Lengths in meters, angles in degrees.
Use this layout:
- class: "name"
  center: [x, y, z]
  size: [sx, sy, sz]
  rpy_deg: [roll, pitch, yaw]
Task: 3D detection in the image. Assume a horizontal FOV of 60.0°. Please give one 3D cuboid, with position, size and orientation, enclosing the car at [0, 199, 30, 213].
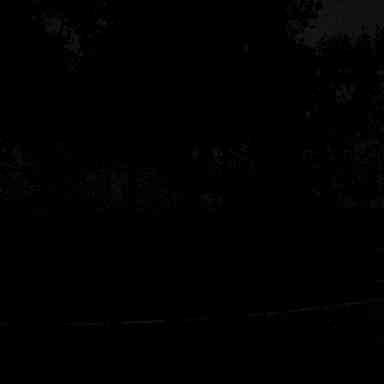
- class: "car"
  center: [-18.996, 1.505, 33.672]
  size: [1.837, 1.490, 4.892]
  rpy_deg: [0, 0, 35]
